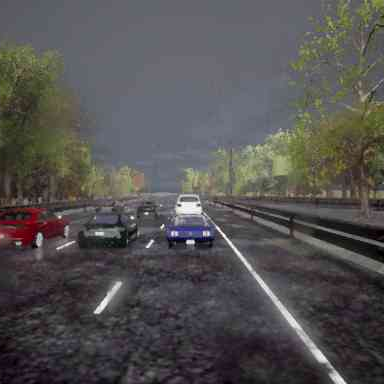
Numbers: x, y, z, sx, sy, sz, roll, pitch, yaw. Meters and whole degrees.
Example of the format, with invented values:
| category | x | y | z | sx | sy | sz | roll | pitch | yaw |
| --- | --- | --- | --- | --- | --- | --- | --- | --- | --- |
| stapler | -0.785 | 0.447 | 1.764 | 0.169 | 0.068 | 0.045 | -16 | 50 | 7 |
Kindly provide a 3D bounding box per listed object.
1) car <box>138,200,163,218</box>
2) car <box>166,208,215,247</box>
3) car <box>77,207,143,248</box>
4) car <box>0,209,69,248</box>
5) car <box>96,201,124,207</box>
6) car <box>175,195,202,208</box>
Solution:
| category | x | y | z | sx | sy | sz | roll | pitch | yaw |
| --- | --- | --- | --- | --- | --- | --- | --- | --- | --- |
| car | -3.798 | 1.529 | 29.856 | 1.837 | 1.490 | 4.892 | 0 | 0 | -1 |
| car | -0.076 | 1.619 | 14.870 | 1.895 | 1.301 | 4.718 | 0 | 0 | -1 |
| car | -3.576 | 1.575 | 14.805 | 1.994 | 1.385 | 4.181 | 0 | 0 | -1 |
| car | -7.075 | 1.487 | 14.770 | 1.882 | 1.535 | 5.008 | 0 | 0 | -1 |
| car | -7.298 | 1.508 | 29.787 | 2.128 | 1.511 | 4.902 | 0 | 0 | -1 |
| car | -0.300 | 1.270 | 29.955 | 2.150 | 2.045 | 5.566 | 0 | 0 | -1 |
